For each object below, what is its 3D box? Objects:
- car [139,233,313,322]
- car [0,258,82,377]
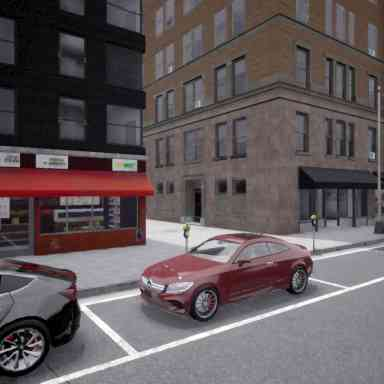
[{"bbox_3d":[0.915,1.582,7.183,4.206,1.307,1.802,0,0,-35],"label":"car"},{"bbox_3d":[-3.566,1.566,3.991,4.313,1.339,1.947,0,0,-35],"label":"car"}]
